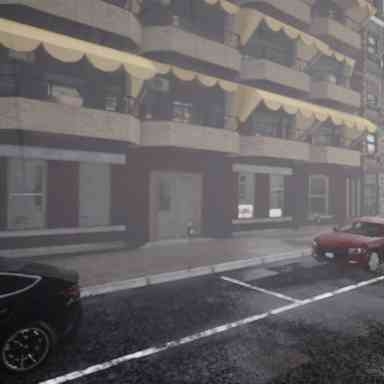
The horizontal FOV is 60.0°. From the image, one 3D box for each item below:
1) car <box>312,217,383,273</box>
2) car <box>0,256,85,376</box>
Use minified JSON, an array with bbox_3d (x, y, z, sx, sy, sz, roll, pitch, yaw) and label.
[{"bbox_3d":[5.672,1.509,10.594,4.507,1.381,1.887,0,1,-35],"label":"car"},{"bbox_3d":[-3.529,1.568,4.028,4.313,1.339,1.947,0,1,-35],"label":"car"}]
